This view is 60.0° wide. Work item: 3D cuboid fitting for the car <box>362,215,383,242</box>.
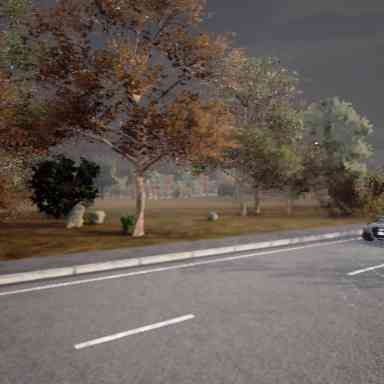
[{"bbox_3d":[9.584,1.564,15.129,4.181,1.385,1.994,0,0,-35],"label":"car"}]
